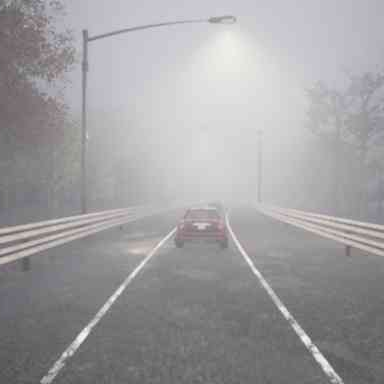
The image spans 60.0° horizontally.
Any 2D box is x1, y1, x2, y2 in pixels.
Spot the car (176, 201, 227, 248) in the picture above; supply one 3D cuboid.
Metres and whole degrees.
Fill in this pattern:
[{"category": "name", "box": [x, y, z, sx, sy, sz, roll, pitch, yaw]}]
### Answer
[{"category": "car", "box": [0.494, 1.465, 15.585, 2.097, 1.767, 4.553, 0, 0, 3]}]
